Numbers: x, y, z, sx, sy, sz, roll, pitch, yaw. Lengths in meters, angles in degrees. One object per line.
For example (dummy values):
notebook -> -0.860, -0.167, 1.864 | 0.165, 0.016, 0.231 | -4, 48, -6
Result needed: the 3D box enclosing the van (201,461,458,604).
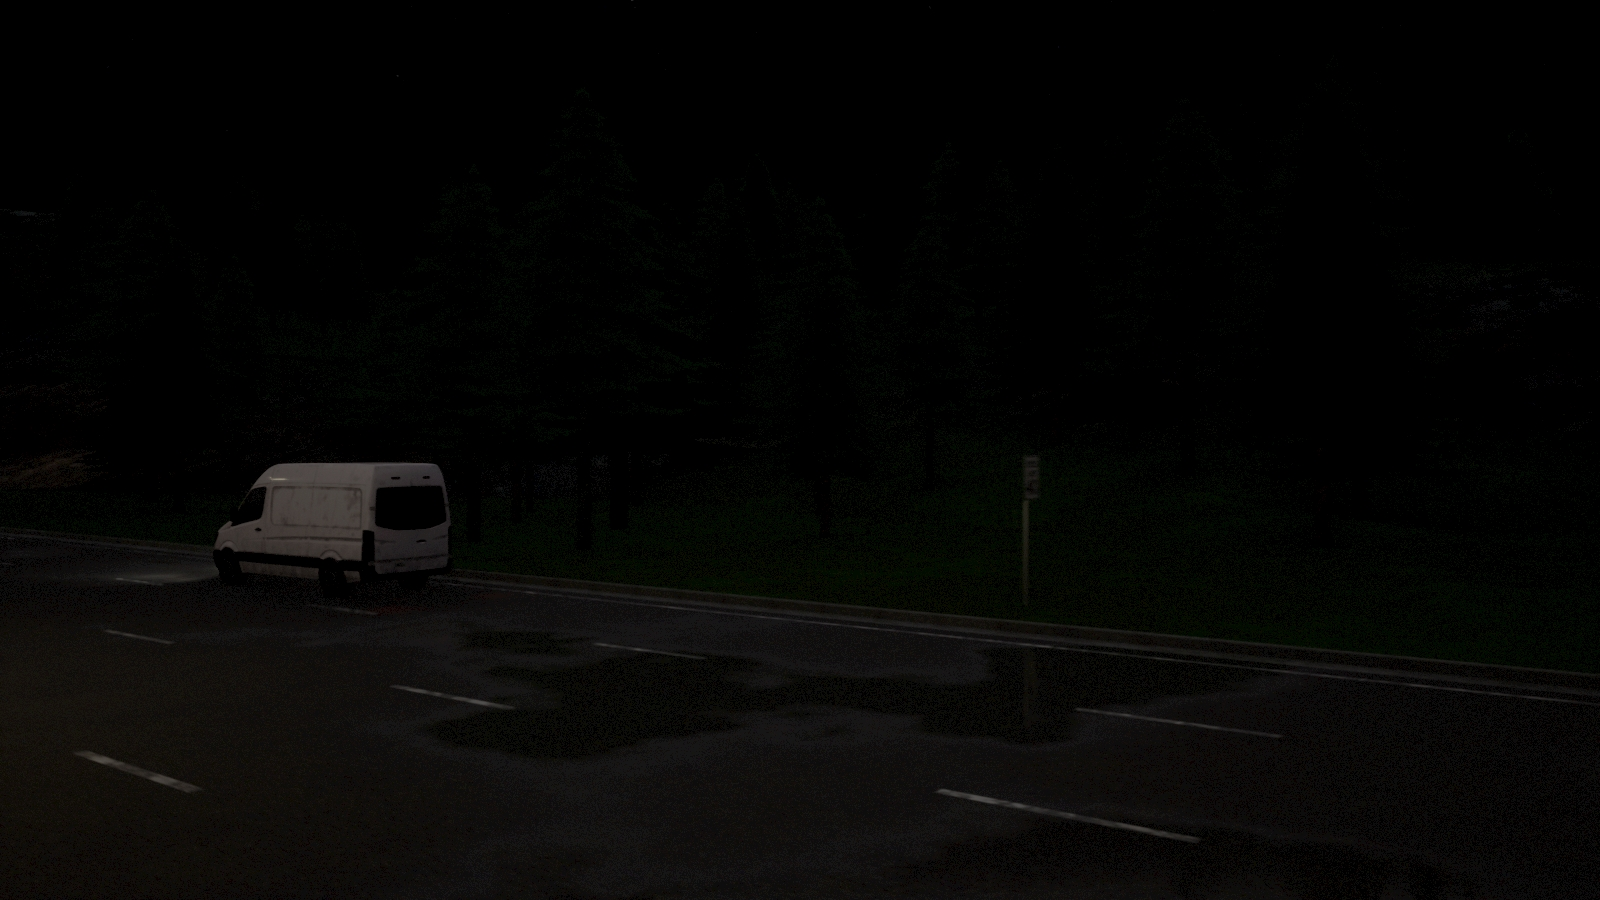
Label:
van -> -9.740, 1.535, 23.408 | 5.915, 2.561, 1.988 | 0, 0, 35
